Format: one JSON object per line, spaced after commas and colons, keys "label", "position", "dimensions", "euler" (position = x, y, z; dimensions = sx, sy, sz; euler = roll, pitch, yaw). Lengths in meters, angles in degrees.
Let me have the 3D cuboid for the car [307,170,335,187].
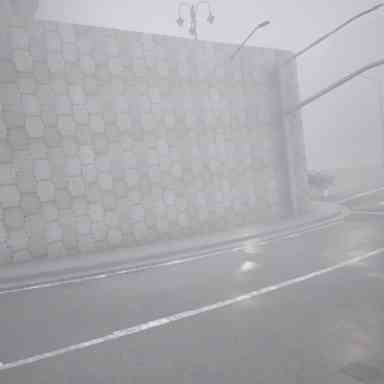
{"label": "car", "position": [11.024, -1.305, 31.321], "dimensions": [1.812, 1.442, 4.674], "euler": [-11, 6, -35]}
